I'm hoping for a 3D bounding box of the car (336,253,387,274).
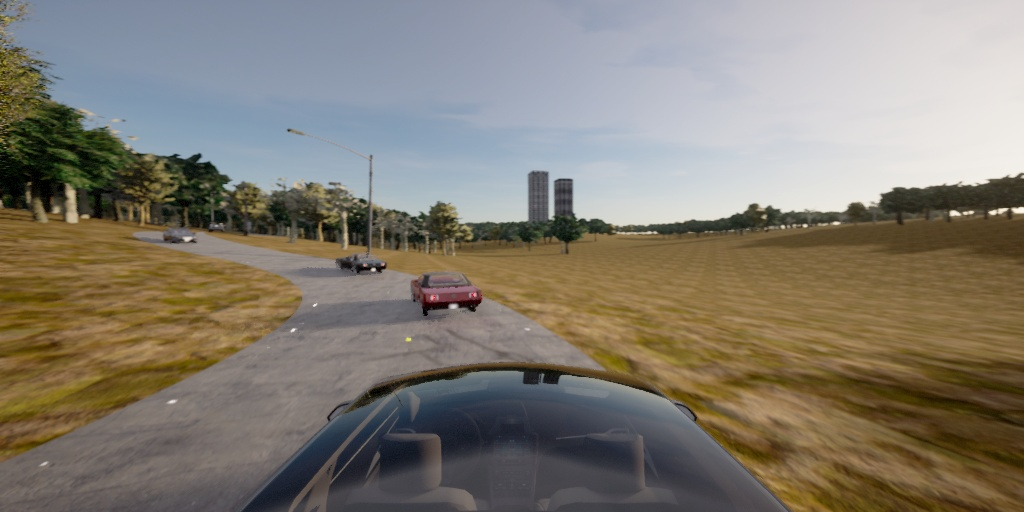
[{"bbox_3d":[-10.820,0.464,25.561,1.895,1.301,4.718,-2,6,-45],"label":"car"}]

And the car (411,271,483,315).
[{"bbox_3d":[-2.609,1.219,13.238,1.895,1.301,4.718,-1,2,-21],"label":"car"}]

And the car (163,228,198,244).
[{"bbox_3d":[-33.827,-2.088,36.518,4.902,1.511,2.128,8,6,34],"label":"car"}]
